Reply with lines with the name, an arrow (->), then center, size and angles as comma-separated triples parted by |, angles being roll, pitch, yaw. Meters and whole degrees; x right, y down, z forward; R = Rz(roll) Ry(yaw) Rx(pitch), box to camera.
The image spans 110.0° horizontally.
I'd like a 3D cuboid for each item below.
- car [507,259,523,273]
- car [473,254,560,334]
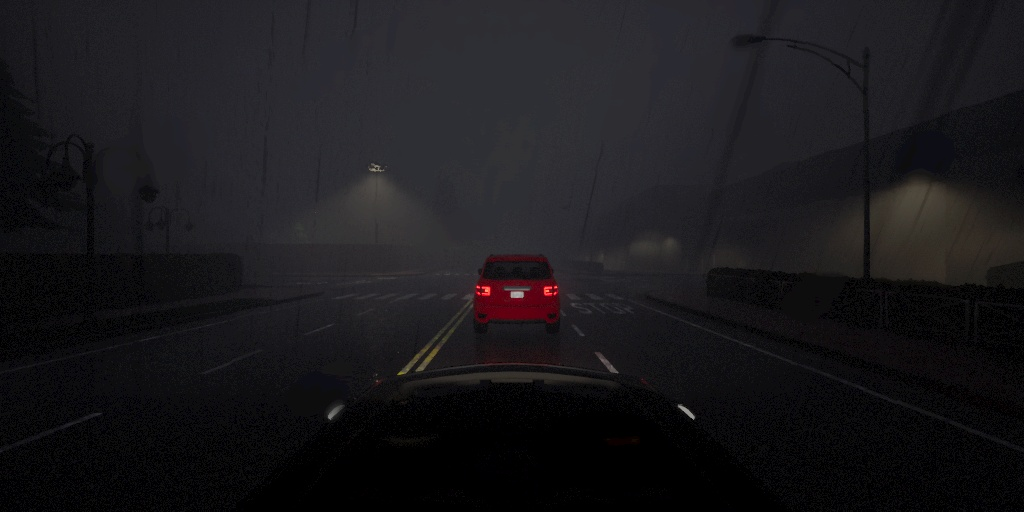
car -> 0.363, 1.228, 45.648 | 1.882, 1.535, 5.008 | 0, 0, 1
car -> 0.123, 0.971, 10.806 | 2.150, 2.045, 5.566 | 0, 0, 0
